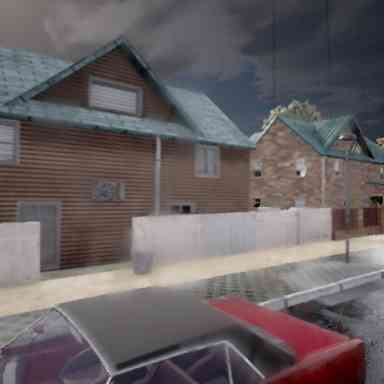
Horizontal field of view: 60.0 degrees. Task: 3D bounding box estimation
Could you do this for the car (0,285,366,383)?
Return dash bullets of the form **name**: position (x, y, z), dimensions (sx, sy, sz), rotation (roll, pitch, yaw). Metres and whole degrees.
- **car**: position (-0.746, 1.604, 2.539), dimensions (4.718, 1.301, 1.895), rotation (0, 0, -36)
